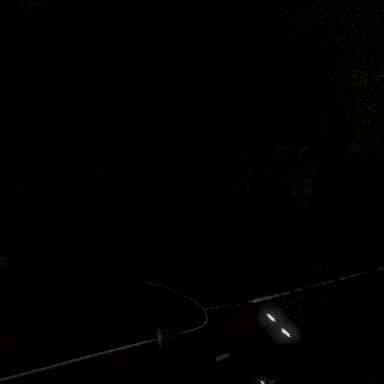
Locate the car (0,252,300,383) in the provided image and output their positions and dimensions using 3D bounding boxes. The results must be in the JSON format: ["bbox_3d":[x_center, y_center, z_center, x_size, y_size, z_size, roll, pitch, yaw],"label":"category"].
[{"bbox_3d":[-1.102,1.357,2.960,4.553,1.767,2.097,1,0,-36],"label":"car"}]
